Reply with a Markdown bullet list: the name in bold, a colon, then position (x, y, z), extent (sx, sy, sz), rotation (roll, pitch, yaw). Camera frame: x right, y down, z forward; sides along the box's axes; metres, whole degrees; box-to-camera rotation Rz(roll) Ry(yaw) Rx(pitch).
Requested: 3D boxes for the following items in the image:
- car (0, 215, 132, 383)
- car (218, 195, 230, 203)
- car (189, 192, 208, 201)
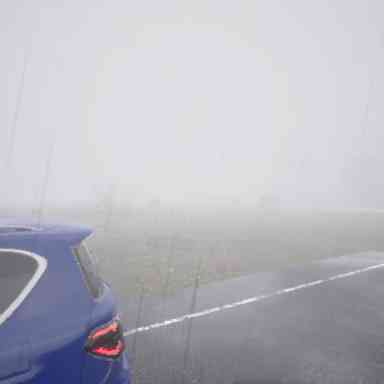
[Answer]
- **car**: position (-3.065, 1.226, 1.686), extent (5.566, 2.045, 2.150), rotation (0, 0, -36)
- **car**: position (5.959, 1.360, 67.085), extent (1.837, 1.490, 4.892), rotation (0, -2, -33)
- **car**: position (1.486, 0.956, 73.688), extent (2.150, 2.045, 5.566), rotation (0, 0, -34)
